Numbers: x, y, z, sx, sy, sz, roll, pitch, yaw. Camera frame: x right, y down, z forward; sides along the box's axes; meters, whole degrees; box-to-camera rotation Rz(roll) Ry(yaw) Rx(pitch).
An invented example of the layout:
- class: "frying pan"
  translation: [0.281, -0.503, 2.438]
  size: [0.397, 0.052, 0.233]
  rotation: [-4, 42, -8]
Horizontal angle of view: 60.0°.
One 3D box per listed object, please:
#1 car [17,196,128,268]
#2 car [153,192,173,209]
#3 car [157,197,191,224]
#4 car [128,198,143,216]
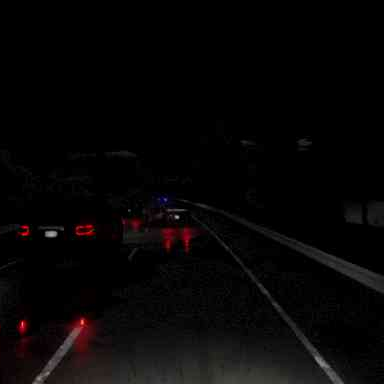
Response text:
- class: "car"
  translation: [-3.765, 1.154, 11.243]
  size: [2.150, 2.045, 5.566]
  rotation: [0, 0, -3]
- class: "car"
  translation: [-3.447, 0.973, 40.419]
  size: [2.150, 2.045, 5.566]
  rotation: [0, 1, -10]
- class: "car"
  translation: [-1.160, 1.346, 23.101]
  size: [2.128, 1.511, 4.902]
  rotation: [0, 0, -5]
- class: "car"
  translation: [-5.402, 1.310, 29.609]
  size: [2.128, 1.511, 4.902]
  rotation: [0, 0, -7]
